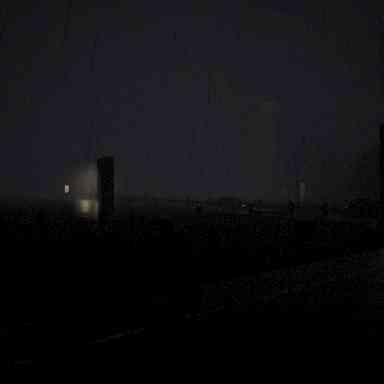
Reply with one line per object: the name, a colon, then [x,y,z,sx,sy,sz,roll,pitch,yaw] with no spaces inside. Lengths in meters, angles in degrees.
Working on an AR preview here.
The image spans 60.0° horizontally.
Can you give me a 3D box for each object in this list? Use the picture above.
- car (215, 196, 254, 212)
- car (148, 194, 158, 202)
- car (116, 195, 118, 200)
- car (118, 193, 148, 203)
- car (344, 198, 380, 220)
car: [4.555,1.265,36.032,1.837,1.490,4.892,-1,1,-36]
car: [-7.637,1.025,57.998,1.812,1.442,4.674,-1,1,-35]
car: [-13.465,0.879,66.055,1.882,1.535,5.008,-1,1,-36]
car: [-10.070,1.067,56.523,2.033,1.411,5.357,-1,1,-35]
car: [13.786,1.245,24.506,4.553,1.767,2.097,1,1,44]
